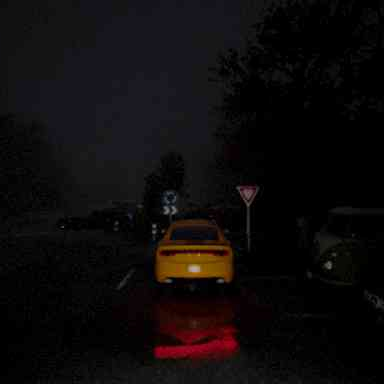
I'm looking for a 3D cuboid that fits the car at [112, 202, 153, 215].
[{"bbox_3d":[-8.138,2.247,45.749,5.366,1.575,1.946,0,0,0],"label":"car"}]

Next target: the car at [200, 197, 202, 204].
[{"bbox_3d":[4.749,2.271,67.889,5.008,1.535,2.097,0,0,0],"label":"car"}]

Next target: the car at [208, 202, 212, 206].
[{"bbox_3d":[4.730,2.290,40.197,4.792,1.488,2.163,0,0,0],"label":"car"}]

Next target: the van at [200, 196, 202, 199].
[{"bbox_3d":[4.624,2.084,73.430,4.442,1.987,1.878,0,0,0],"label":"van"}]

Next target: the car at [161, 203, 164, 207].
[{"bbox_3d":[-8.146,2.231,59.627,5.366,1.575,1.946,0,0,0],"label":"car"}]

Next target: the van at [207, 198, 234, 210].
[{"bbox_3d":[4.867,2.008,56.940,4.442,1.987,1.878,0,0,0],"label":"van"}]

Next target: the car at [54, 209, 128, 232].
[{"bbox_3d":[-7.173,2.044,23.591,1.895,1.301,4.718,-3,-4,38],"label":"car"}]

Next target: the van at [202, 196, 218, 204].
[{"bbox_3d":[4.848,2.201,90.177,4.442,1.987,1.878,0,0,0],"label":"van"}]

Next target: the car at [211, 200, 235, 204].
[{"bbox_3d":[4.792,2.139,37.551,4.553,1.767,2.185,0,0,0],"label":"car"}]

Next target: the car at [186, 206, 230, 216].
[{"bbox_3d":[0.675,2.189,28.144,2.128,1.511,4.902,1,-3,-29],"label":"car"}]

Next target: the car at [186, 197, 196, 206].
[{"bbox_3d":[-0.301,2.074,76.124,2.150,2.045,5.566,0,0,0],"label":"car"}]

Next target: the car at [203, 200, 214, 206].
[{"bbox_3d":[4.571,2.248,45.737,5.366,1.575,1.946,0,0,0],"label":"car"}]

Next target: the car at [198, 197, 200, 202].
[{"bbox_3d":[4.709,2.097,78.970,5.566,2.045,2.435,0,0,0],"label":"car"}]

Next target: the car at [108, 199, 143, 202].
[{"bbox_3d":[-8.294,2.003,42.972,5.566,2.045,2.435,0,0,0],"label":"car"}]

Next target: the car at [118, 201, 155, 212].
[{"bbox_3d":[-8.512,2.237,51.301,5.366,1.575,1.946,0,0,0],"label":"car"}]

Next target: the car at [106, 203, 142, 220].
[{"bbox_3d":[-8.348,2.294,37.420,4.792,1.488,2.163,0,0,0],"label":"car"}]

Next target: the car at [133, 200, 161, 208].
[{"bbox_3d":[-8.339,2.242,62.395,4.892,1.521,2.231,0,0,0],"label":"car"}]

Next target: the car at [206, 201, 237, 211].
[{"bbox_3d":[4.723,2.266,54.046,4.792,1.488,2.163,0,0,0],"label":"car"}]

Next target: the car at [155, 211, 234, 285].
[{"bbox_3d":[0.084,1.547,9.712,1.882,1.535,5.008,0,0,1],"label":"car"}]

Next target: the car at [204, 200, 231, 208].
[{"bbox_3d":[4.776,2.271,62.351,4.792,1.488,2.163,0,0,0],"label":"car"}]

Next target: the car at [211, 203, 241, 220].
[{"bbox_3d":[4.757,2.270,34.780,5.008,1.535,2.097,0,0,0],"label":"car"}]

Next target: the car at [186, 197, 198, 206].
[{"bbox_3d":[-0.196,2.255,65.631,1.882,1.535,5.008,0,0,0],"label":"car"}]

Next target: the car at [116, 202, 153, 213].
[{"bbox_3d":[-8.319,2.246,48.525,4.892,1.521,2.231,0,0,0],"label":"car"}]

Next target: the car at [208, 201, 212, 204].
[{"bbox_3d":[4.755,2.296,42.967,4.674,1.452,2.002,0,0,0],"label":"car"}]

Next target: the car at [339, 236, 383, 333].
[{"bbox_3d":[5.044,1.556,5.016,4.674,1.452,2.002,0,0,0],"label":"car"}]

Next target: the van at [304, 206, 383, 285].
[{"bbox_3d":[4.915,1.307,7.691,4.442,1.987,1.878,-1,0,0],"label":"van"}]

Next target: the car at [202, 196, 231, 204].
[{"bbox_3d":[4.782,1.990,51.277,5.566,2.045,2.435,0,0,0],"label":"car"}]

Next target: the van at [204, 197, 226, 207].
[{"bbox_3d":[4.859,2.065,70.660,4.442,1.987,1.878,0,0,0],"label":"van"}]
